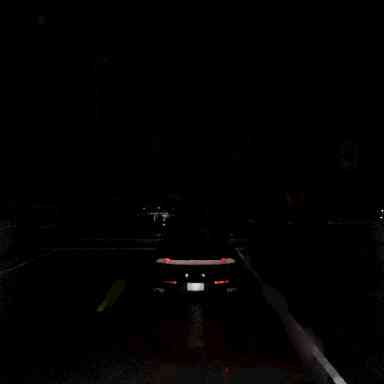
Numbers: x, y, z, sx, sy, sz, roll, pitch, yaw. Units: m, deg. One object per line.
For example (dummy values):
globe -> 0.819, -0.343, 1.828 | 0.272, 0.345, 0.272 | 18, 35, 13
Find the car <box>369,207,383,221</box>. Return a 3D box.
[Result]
car -> 15.754, 1.364, 24.825 | 4.553, 1.767, 2.097 | 0, 0, -1

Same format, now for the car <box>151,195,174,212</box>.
car -> -3.622, 1.487, 38.920 | 2.128, 1.511, 4.902 | 0, 0, 0

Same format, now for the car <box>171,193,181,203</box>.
car -> -3.550, 1.207, 69.841 | 2.150, 2.045, 5.566 | 0, 0, 0

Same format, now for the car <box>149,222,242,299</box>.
car -> 0.080, 1.491, 8.411 | 2.128, 1.511, 4.902 | 0, 0, 0

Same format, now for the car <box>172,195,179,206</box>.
car -> -3.615, 1.594, 54.451 | 1.895, 1.301, 4.718 | 0, 0, 0
